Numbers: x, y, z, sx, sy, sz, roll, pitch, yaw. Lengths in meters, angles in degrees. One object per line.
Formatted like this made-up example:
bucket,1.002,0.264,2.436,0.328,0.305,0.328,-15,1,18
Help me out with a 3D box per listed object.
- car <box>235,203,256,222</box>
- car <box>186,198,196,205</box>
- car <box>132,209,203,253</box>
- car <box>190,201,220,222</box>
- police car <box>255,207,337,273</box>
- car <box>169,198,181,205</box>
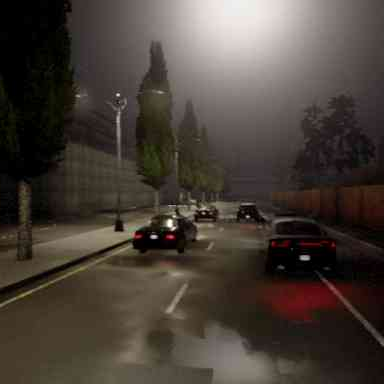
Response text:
car,4.835,1.726,28.992,1.837,1.490,4.892,-1,0,9
car,-0.101,2.069,72.112,1.812,1.442,4.674,-1,-1,9
car,-0.978,1.683,14.412,2.033,1.411,5.357,-1,0,9
car,1.327,1.795,29.233,2.033,1.411,5.357,-1,0,9
police car,3.283,1.497,11.083,1.930,1.638,5.238,-1,-1,9
car,-3.559,2.103,72.650,1.812,1.442,4.674,-1,-1,9
